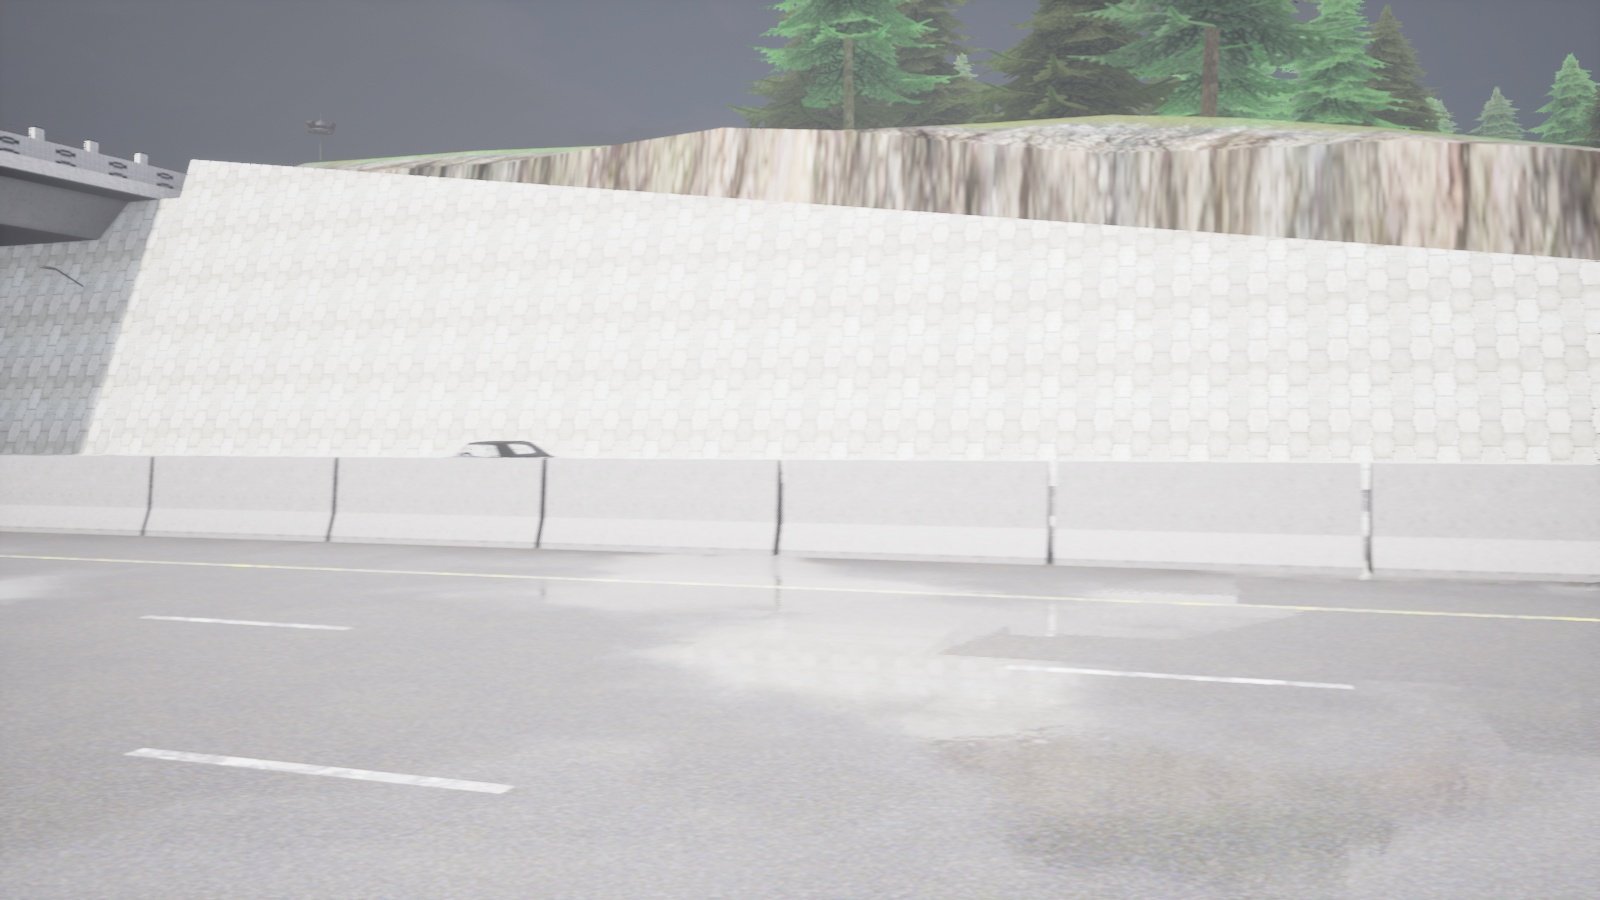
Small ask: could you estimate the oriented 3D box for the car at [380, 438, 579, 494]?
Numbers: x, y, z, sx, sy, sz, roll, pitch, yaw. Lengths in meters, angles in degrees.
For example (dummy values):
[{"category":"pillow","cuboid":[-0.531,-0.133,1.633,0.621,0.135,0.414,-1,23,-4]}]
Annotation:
[{"category":"car","cuboid":[-8.140,0.357,31.901,4.718,1.301,1.895,1,1,23]}]
